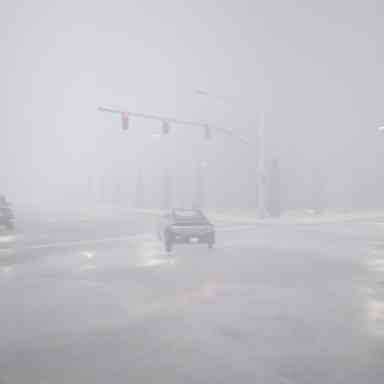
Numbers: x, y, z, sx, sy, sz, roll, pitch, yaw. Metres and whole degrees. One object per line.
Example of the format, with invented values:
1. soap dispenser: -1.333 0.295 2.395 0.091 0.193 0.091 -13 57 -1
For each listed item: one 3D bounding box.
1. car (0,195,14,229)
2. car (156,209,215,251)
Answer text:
1. car: -12.486 1.177 20.430 2.150 2.045 5.566 0 0 -36
2. car: -0.380 1.448 13.995 2.128 1.511 4.902 0 0 -11
